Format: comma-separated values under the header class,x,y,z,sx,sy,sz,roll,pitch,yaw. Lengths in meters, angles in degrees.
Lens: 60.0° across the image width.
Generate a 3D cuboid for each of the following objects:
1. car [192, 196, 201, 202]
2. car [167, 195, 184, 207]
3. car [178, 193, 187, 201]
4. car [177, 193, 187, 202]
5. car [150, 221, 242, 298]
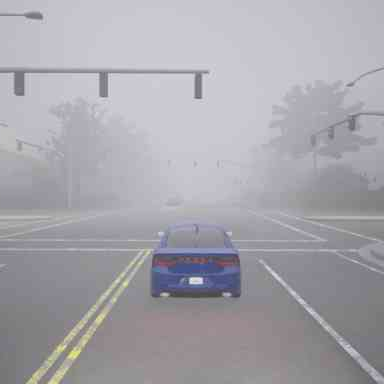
class,x,y,z,sx,sy,sz,roll,pitch,yaw
car,1.015,1.553,75.819,1.994,1.385,4.181,0,0,0
car,-2.770,1.564,51.451,1.994,1.385,4.181,0,0,1
car,-2.535,1.553,70.011,1.994,1.385,4.181,0,0,0
car,-2.446,1.225,80.624,2.150,2.045,5.566,0,0,0
car,0.085,1.478,8.578,1.882,1.535,5.008,0,0,0
